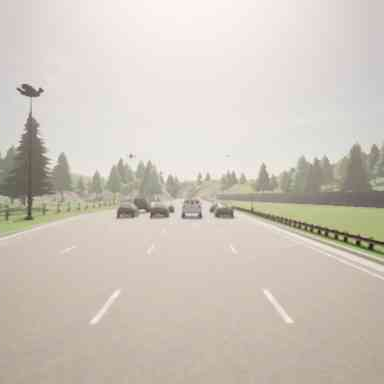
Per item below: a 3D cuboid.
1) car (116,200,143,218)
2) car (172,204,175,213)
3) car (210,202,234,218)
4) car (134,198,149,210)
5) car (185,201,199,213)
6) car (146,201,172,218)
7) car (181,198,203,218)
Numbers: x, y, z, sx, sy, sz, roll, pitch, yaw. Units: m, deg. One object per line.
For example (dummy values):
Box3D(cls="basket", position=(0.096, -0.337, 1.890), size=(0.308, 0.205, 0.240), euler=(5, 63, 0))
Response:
Box3D(cls="car", position=(-7.011, 1.991, 36.625), size=(1.837, 1.490, 4.892), euler=(0, -1, 0))
Box3D(cls="car", position=(-3.514, 2.187, 47.059), size=(1.994, 1.385, 4.181), euler=(0, -1, 0))
Box3D(cls="car", position=(3.489, 1.977, 36.628), size=(2.128, 1.511, 4.902), euler=(0, -1, 0))
Box3D(cls="car", position=(-7.014, 1.845, 47.077), size=(2.150, 2.045, 5.566), euler=(0, -1, 0))
Box3D(cls="car", position=(-0.014, 2.100, 47.052), size=(1.882, 1.535, 5.008), euler=(0, -1, 0))
Box3D(cls="car", position=(-3.511, 1.990, 36.626), size=(1.837, 1.490, 4.892), euler=(0, -1, 0))
Box3D(cls="car", position=(-0.011, 1.707, 36.661), size=(2.150, 2.045, 5.566), euler=(0, -1, 0))
